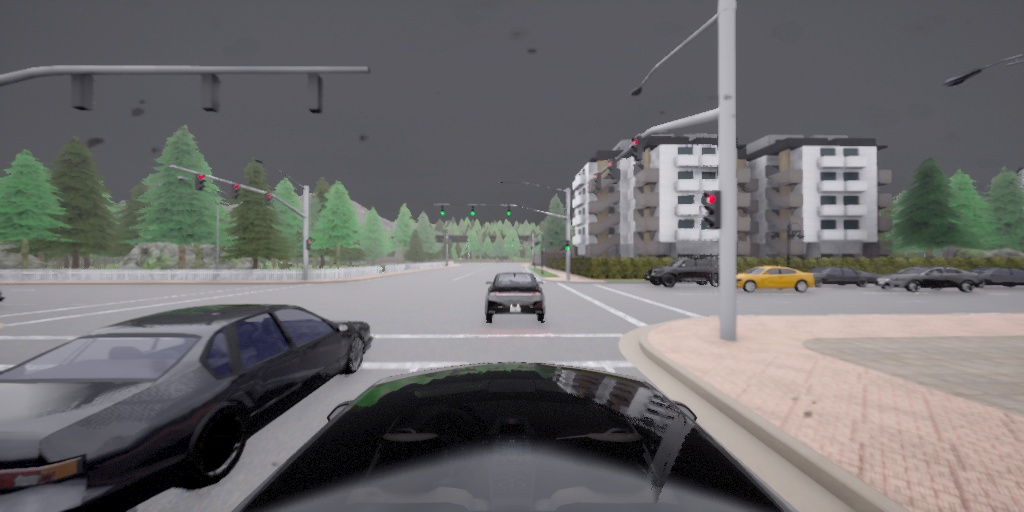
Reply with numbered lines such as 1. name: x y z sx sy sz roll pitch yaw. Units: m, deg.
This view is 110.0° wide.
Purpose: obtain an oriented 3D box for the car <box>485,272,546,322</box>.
1. car: 0.097 1.306 12.541 2.128 1.511 4.902 0 0 0

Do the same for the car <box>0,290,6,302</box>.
1. car: -22.982 1.367 13.533 5.357 1.411 2.033 0 0 -1

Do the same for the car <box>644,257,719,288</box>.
1. car: 12.201 1.108 24.995 5.566 2.045 2.150 0 0 -2

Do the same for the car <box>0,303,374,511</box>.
1. car: -3.509 1.314 4.493 2.033 1.411 5.357 0 0 -2

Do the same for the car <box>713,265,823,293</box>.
1. car: 15.285 1.344 21.588 5.008 1.535 1.882 0 0 -2

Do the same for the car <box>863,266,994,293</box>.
1. car: 24.779 1.357 21.513 4.902 1.511 2.128 0 0 4

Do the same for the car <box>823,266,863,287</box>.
1. car: 22.446 1.435 25.207 5.357 1.411 2.033 0 0 1

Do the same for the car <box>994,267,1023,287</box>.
1. car: 32.484 1.428 24.060 5.357 1.411 2.033 0 0 12
